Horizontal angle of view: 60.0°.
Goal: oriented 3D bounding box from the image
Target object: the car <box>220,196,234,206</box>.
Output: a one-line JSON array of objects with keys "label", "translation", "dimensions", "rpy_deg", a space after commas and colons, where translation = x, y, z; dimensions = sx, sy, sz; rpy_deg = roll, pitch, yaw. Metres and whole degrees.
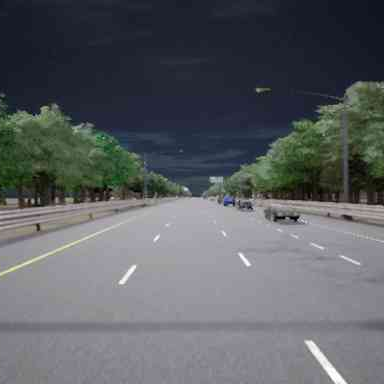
[{"label": "car", "translation": [7.218, 1.735, 64.947], "dimensions": [2.150, 2.045, 5.566], "rpy_deg": [0, -1, 0]}]

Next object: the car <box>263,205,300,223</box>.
[{"label": "car", "translation": [7.034, 1.686, 26.658], "dimensions": [1.895, 1.301, 4.718], "rpy_deg": [0, 0, 0]}]

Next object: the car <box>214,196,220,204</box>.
[{"label": "car", "translation": [7.354, 1.969, 82.030], "dimensions": [2.150, 2.045, 5.566], "rpy_deg": [0, -1, 1]}]

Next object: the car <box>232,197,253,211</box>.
[{"label": "car", "translation": [7.106, 1.763, 45.680], "dimensions": [1.837, 1.490, 4.892], "rpy_deg": [0, -1, 0]}]
